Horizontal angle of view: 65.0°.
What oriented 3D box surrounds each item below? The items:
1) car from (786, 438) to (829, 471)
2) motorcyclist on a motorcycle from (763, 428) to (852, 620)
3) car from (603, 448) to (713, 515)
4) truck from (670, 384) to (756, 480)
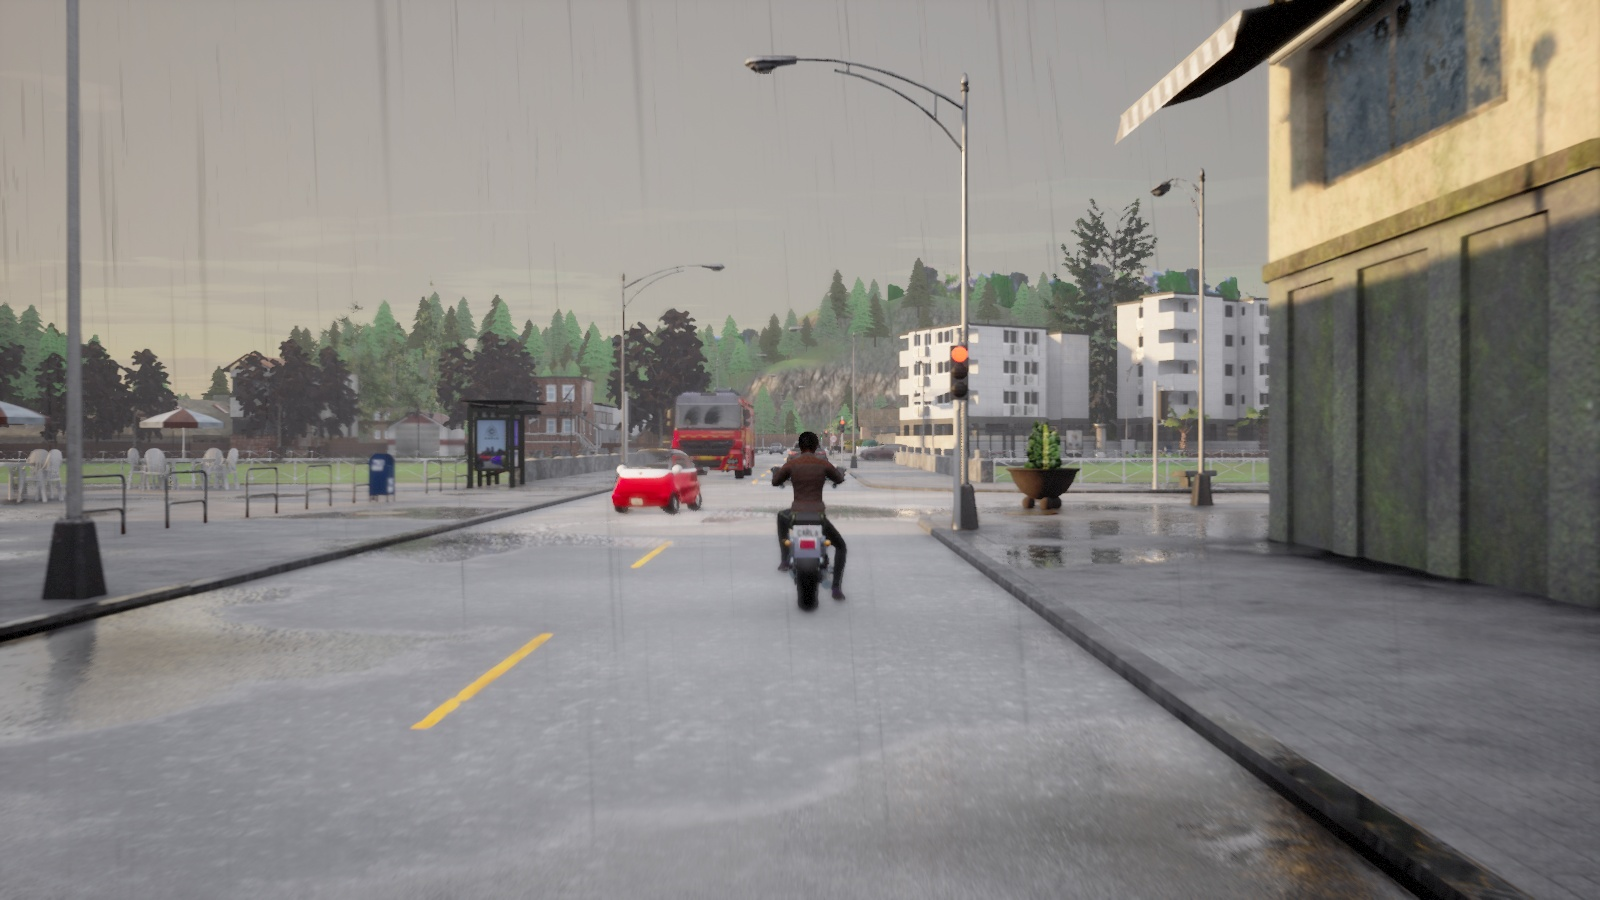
[{"bbox_3d":[0.398,0.212,67.220,2.242,1.667,4.611,0,0,0],"label":"car"},{"bbox_3d":[0.079,0.630,11.956,0.766,1.649,2.350,0,0,1],"label":"motorcyclist on a motorcycle"},{"bbox_3d":[-3.009,0.647,26.867,1.481,1.376,2.207,0,0,21],"label":"car"},{"bbox_3d":[-3.637,-0.728,54.420,2.891,3.827,8.468,0,0,2],"label":"truck"}]
